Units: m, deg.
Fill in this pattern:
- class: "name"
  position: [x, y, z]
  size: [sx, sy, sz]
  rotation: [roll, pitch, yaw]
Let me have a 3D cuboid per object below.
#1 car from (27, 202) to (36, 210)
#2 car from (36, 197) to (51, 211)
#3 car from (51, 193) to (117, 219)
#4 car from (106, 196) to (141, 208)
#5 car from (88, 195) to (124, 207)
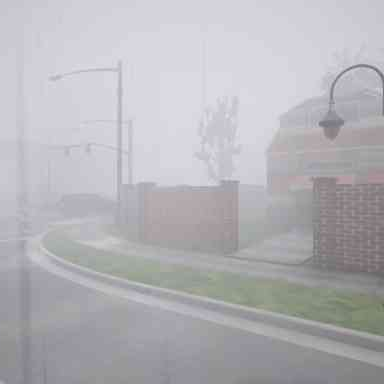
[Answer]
- class: "car"
  position: [-17.679, 1.397, 40.809]
  size: [1.812, 1.442, 4.674]
  rotation: [0, 1, 37]
- class: "car"
  position: [-14.949, 1.373, 38.621]
  size: [1.837, 1.490, 4.892]
  rotation: [0, 1, 36]
- class: "car"
  position: [-8.827, 1.134, 28.947]
  size: [2.150, 2.045, 5.566]
  rotation: [0, 1, 37]
- class: "car"
  position: [-9.369, 1.285, 46.006]
  size: [1.812, 1.442, 4.674]
  rotation: [0, 1, 37]
- class: "car"
  position: [-12.279, 1.268, 47.955]
  size: [1.837, 1.490, 4.892]
  rotation: [0, 1, 37]
